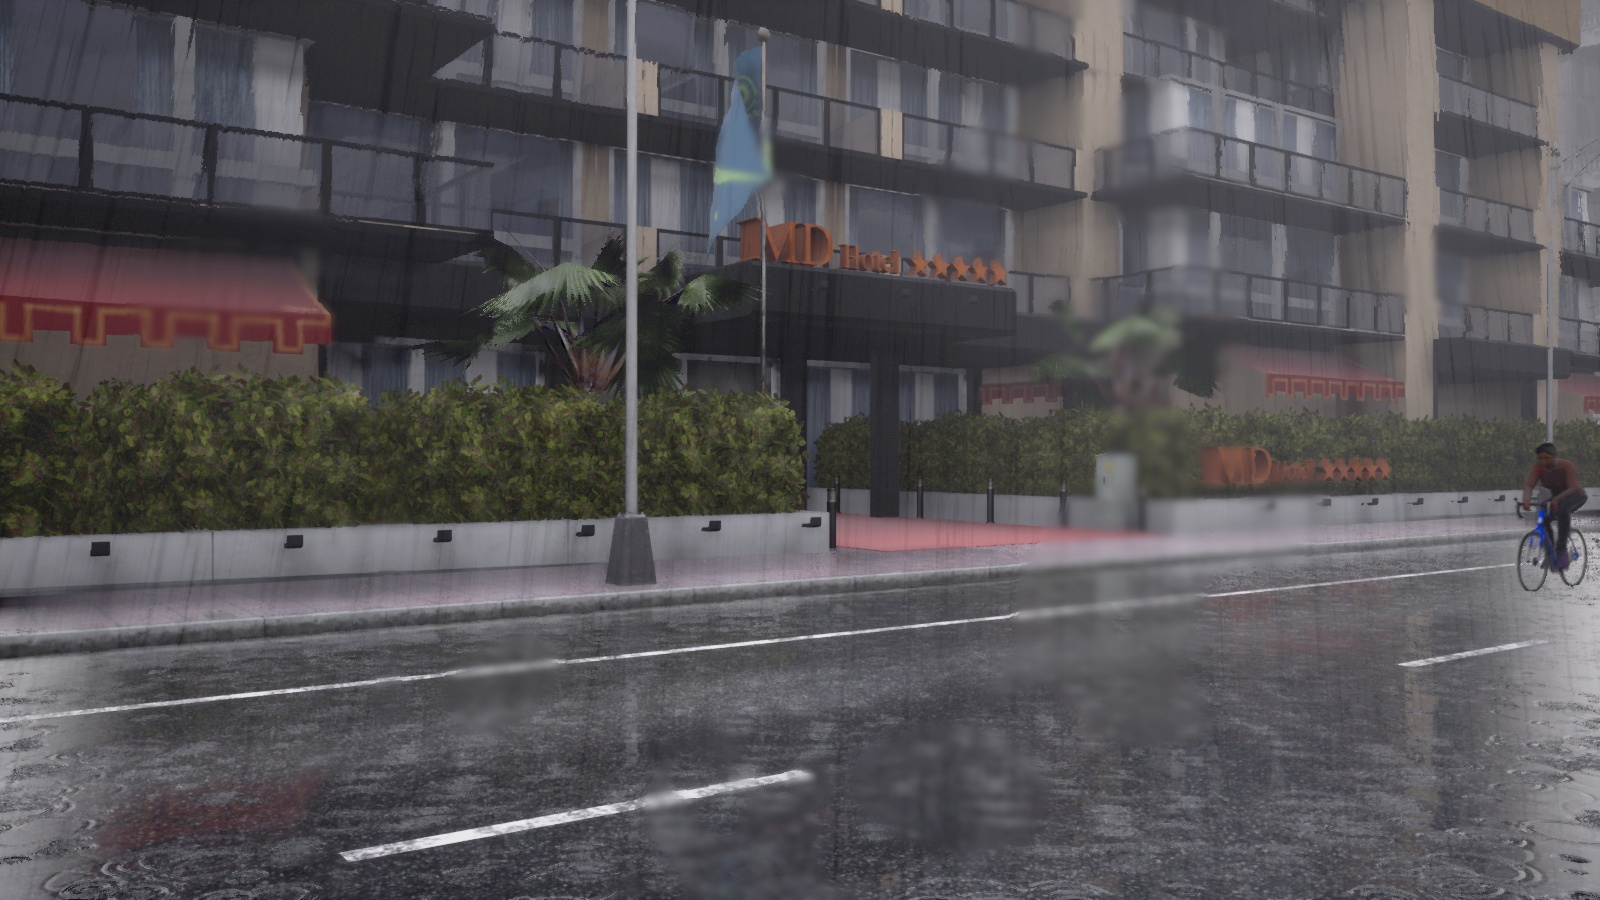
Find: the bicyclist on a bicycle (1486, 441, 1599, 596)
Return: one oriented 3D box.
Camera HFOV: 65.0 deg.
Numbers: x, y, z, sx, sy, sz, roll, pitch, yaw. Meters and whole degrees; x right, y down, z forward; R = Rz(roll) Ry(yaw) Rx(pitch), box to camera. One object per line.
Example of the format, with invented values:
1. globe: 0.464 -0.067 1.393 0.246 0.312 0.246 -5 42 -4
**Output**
1. bicyclist on a bicycle: 8.297 0.714 13.884 1.656 1.620 0.582 0 0 -36
